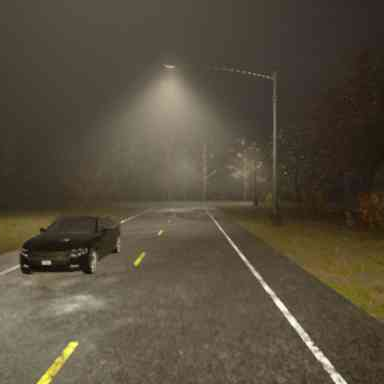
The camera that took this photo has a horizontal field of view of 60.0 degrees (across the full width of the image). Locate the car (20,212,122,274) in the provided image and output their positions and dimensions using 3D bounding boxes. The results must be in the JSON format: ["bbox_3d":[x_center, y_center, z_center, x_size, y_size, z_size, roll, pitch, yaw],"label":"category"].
[{"bbox_3d":[-3.596,1.473,10.721,1.882,1.535,5.008,0,0,0],"label":"car"}]
